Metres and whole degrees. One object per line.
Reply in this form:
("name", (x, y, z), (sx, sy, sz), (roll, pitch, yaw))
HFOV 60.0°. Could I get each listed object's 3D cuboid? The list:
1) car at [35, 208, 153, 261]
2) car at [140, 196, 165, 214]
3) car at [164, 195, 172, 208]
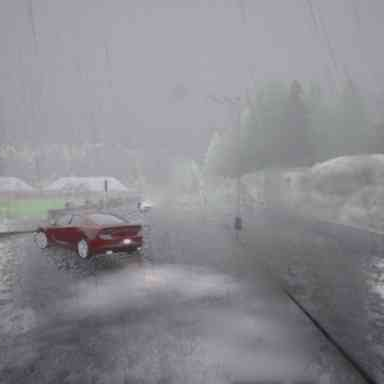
("car", (-3.924, 1.423, 12.280), (5.008, 1.535, 1.882), (0, -1, 42))
("car", (-4.103, 1.377, 33.903), (1.812, 1.442, 4.674), (0, 0, 0))
("car", (-4.092, 1.334, 43.821), (1.812, 1.442, 4.674), (0, 0, 1))
